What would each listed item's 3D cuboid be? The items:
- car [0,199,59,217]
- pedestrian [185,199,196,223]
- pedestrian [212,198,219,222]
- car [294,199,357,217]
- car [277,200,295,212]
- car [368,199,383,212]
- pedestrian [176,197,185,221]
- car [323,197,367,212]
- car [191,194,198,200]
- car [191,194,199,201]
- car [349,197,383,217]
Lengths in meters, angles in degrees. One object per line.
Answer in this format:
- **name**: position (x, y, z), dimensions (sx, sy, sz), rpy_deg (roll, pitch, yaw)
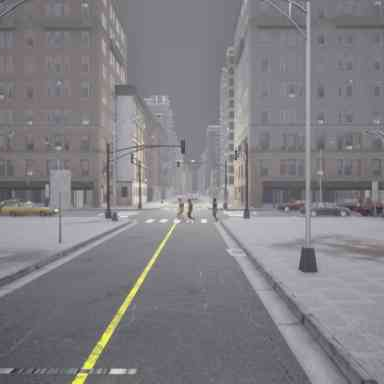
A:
- **car**: position (-14.666, 1.546, 30.344), dimensions (4.829, 1.417, 1.752), rpy_deg (0, 0, 1)
- **pedestrian**: position (-0.111, 1.294, 23.816), dimensions (0.375, 1.860, 0.375), rpy_deg (0, 0, 0)
- **pedestrian**: position (1.703, 1.294, 24.401), dimensions (0.375, 1.860, 0.375), rpy_deg (0, 0, 0)
- **car**: position (12.009, 1.577, 30.104), dimensions (4.403, 1.369, 2.008), rpy_deg (0, 0, 1)
- **car**: position (12.082, 1.533, 38.128), dimensions (4.507, 1.381, 1.887), rpy_deg (0, 0, 1)
- **car**: position (22.900, 1.542, 38.031), dimensions (4.403, 1.369, 2.008), rpy_deg (0, 0, 1)
- **pedestrian**: position (-0.887, 1.295, 25.021), dimensions (0.375, 1.860, 0.375), rpy_deg (0, 0, 0)
- **car**: position (17.490, 1.430, 38.079), dimensions (4.097, 1.590, 1.967), rpy_deg (0, 0, 1)
- **car**: position (0.738, 1.396, 90.518), dimensions (1.812, 1.442, 4.674), rpy_deg (0, 0, 0)
- **car**: position (0.657, 1.547, 80.514), dimensions (1.812, 1.442, 4.674), rpy_deg (0, 0, 0)
- **car**: position (17.418, 1.342, 30.054), dimensions (5.009, 1.841, 2.192), rpy_deg (0, 0, 1)
